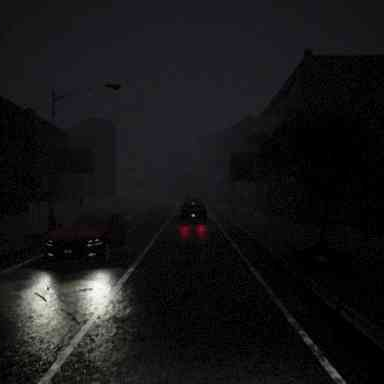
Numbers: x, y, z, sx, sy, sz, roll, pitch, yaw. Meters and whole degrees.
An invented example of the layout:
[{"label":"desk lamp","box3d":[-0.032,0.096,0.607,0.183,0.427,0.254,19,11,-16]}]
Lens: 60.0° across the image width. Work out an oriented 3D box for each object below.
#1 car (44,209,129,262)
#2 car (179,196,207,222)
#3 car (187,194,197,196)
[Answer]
[{"label":"car","box3d":[-3.601,1.445,12.181,1.882,1.535,5.008,0,0,0]},{"label":"car","box3d":[0.094,1.340,25.013,2.128,1.511,4.902,0,1,0]},{"label":"car","box3d":[-0.025,1.068,42.137,1.837,1.490,4.892,0,2,-2]}]
